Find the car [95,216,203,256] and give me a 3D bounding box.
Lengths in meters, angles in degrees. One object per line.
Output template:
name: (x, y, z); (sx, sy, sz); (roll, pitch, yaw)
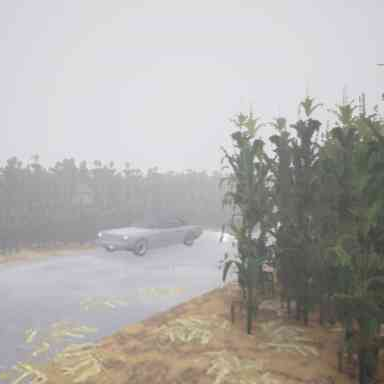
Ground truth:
car: (-1.631, 1.701, 13.873); (1.895, 1.301, 4.718); (-1, -1, 37)
